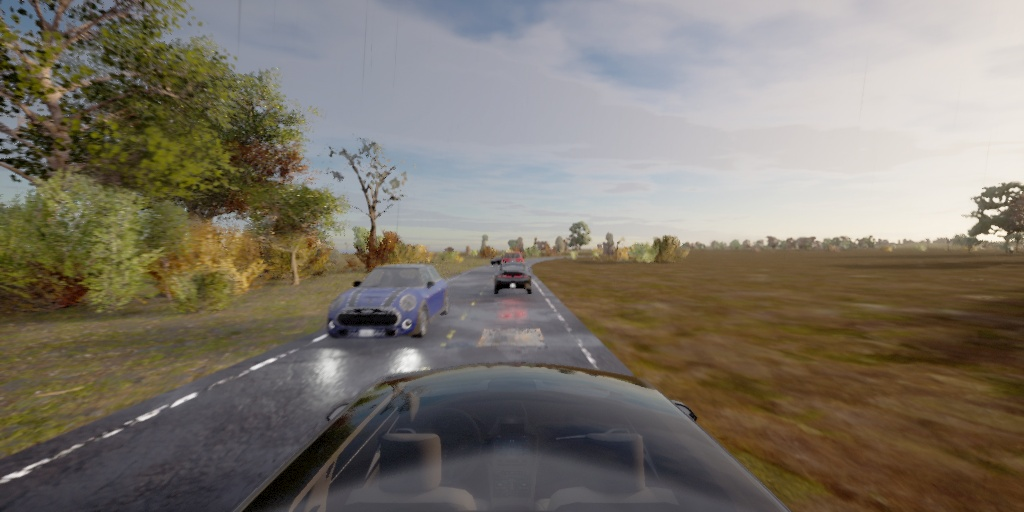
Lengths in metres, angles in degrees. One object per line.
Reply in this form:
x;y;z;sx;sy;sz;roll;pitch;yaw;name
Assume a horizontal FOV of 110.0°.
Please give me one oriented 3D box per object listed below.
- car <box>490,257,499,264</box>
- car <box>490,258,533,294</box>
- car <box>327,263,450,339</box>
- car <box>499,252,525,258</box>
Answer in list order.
-2.139;0.802;54.450;1.895;1.301;4.718;0;1;5;car
0.052;1.077;18.907;1.837;1.490;4.892;0;1;0;car
-3.090;1.022;9.867;2.097;1.767;4.553;0;1;0;car
0.116;0.608;36.534;2.150;2.045;5.566;0;1;1;car
